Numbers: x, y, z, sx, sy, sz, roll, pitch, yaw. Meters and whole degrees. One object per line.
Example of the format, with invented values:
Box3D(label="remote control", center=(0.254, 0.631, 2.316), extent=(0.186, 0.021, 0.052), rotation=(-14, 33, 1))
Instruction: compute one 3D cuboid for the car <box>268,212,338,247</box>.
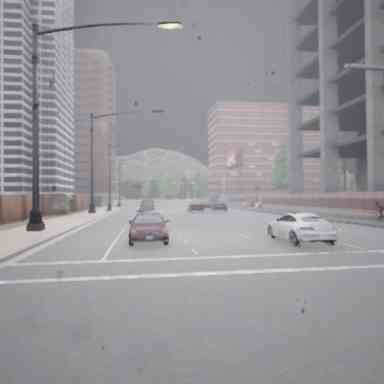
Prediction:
Box3D(label="car", center=(5.179, 1.698, 16.001), extent=(1.812, 1.442, 4.674), rotation=(0, -1, -7))

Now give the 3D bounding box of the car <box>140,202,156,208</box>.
Box3D(label="car", center=(-4.323, 2.043, 32.443), extent=(2.033, 1.411, 5.357), rotation=(0, -1, -8))

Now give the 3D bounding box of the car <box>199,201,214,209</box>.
Box3D(label="car", center=(2.624, 2.405, 60.128), extent=(1.895, 1.301, 4.718), rotation=(0, -1, -8))

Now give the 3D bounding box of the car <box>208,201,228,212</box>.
Box3D(label="car", center=(4.046, 2.156, 50.015), extent=(1.837, 1.490, 4.892), rotation=(0, -1, -7))

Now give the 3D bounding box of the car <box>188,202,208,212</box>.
Box3D(label="car", center=(0.587, 2.157, 49.471), extent=(1.882, 1.535, 5.008), rotation=(0, -1, -7))

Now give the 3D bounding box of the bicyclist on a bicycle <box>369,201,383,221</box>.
Box3D(label="bicyclist on a bicycle", center=(14.668, 1.518, 26.185), extent=(1.656, 1.620, 0.582), rotation=(-1, -1, -8))

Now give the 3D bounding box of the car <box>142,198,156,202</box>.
Box3D(label="car", center=(-6.966, 2.043, 52.679), extent=(2.150, 2.045, 5.566), rotation=(0, -1, -8))

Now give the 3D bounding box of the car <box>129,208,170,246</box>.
Box3D(label="car", center=(-2.182, 1.786, 16.911), extent=(1.812, 1.442, 4.674), rotation=(0, -1, -8))
